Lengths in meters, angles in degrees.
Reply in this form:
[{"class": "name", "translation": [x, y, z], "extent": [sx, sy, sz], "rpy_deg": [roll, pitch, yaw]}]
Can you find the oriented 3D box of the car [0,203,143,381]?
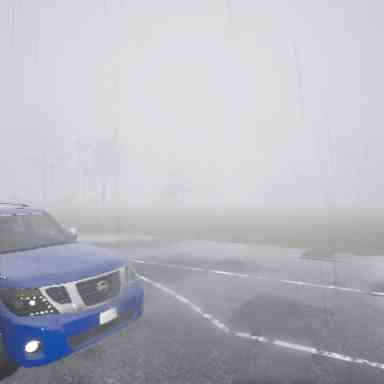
[{"class": "car", "translation": [-3.477, 1.228, 5.636], "extent": [5.566, 2.045, 2.150], "rpy_deg": [0, 0, 30]}]
